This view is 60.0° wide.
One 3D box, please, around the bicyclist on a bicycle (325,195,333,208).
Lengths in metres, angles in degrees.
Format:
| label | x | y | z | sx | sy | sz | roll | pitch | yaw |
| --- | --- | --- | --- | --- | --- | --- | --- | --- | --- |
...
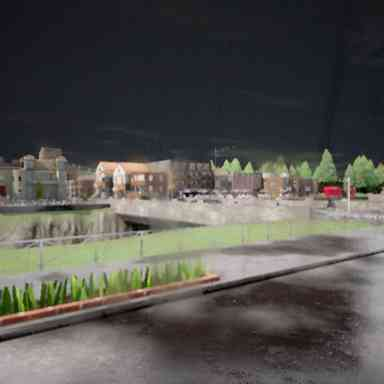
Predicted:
| label | x | y | z | sx | sy | sz | roll | pitch | yaw |
| --- | --- | --- | --- | --- | --- | --- | --- | --- | --- |
| bicyclist on a bicycle | 16.593 | 1.173 | 40.361 | 1.656 | 1.620 | 0.582 | -1 | 0 | -36 |

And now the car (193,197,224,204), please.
| label | x | y | z | sx | sy | sz | roll | pitch | yaw |
| --- | --- | --- | --- | --- | --- | --- | --- | --- | --- |
| car | 2.505 | 1.430 | 45.570 | 1.994 | 1.385 | 4.181 | 0 | 0 | -36 |

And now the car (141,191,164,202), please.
| label | x | y | z | sx | sy | sz | roll | pitch | yaw |
| --- | --- | --- | --- | --- | --- | --- | --- | --- | --- |
| car | -7.186 | 0.898 | 59.184 | 2.150 | 2.045 | 5.566 | 0 | 0 | -36 |

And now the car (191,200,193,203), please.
| label | x | y | z | sx | sy | sz | roll | pitch | yaw |
| --- | --- | --- | --- | --- | --- | --- | --- | --- | --- |
| car | 1.871 | 1.448 | 53.456 | 1.895 | 1.301 | 4.718 | 0 | 0 | -36 |
